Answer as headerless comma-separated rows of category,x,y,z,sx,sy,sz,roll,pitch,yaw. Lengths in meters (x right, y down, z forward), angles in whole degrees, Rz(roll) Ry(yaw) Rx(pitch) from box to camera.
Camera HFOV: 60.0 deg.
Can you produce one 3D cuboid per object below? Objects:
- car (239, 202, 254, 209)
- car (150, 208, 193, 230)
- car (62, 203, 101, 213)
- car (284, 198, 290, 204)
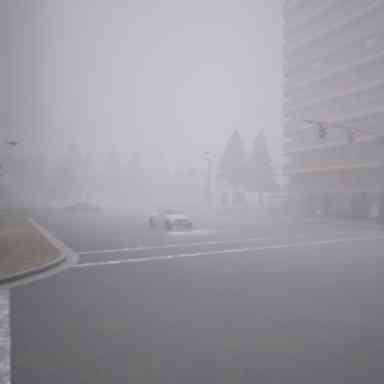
car,9.376,2.417,58.821,5.357,1.411,2.033,1,-1,-28
car,-1.676,1.912,24.759,1.812,1.442,4.674,1,-1,-29
car,-15.671,2.242,47.224,5.357,1.411,2.033,0,-1,14
car,20.689,2.202,65.165,5.566,2.045,2.150,0,-1,-24
